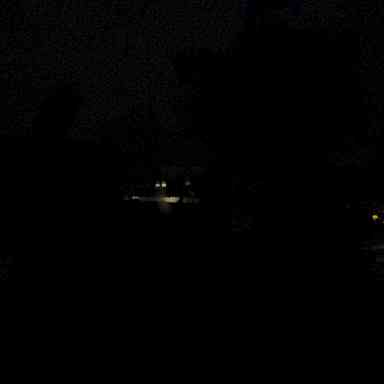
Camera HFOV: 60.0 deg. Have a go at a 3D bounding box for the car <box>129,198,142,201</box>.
[{"bbox_3d":[-9.260,1.827,53.983,1.837,1.490,4.892,-1,0,-28],"label":"car"}]

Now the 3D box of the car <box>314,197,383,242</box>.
[{"bbox_3d":[8.410,1.267,16.922,2.150,2.045,5.566,1,-2,-11],"label":"car"}]
